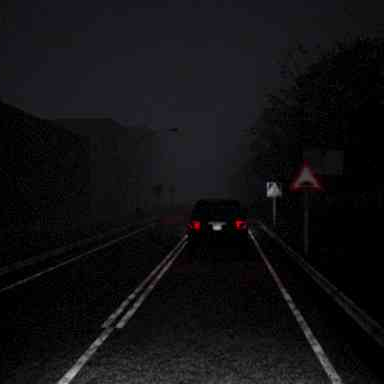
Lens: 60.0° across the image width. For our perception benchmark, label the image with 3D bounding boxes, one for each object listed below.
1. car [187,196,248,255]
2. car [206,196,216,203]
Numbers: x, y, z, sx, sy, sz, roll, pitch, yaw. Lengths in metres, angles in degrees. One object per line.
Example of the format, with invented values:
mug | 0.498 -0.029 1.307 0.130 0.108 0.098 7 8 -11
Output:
car | 1.110 1.263 13.694 2.150 2.045 5.566 0 0 6
car | 4.112 1.670 72.493 1.837 1.490 4.892 0 -1 6
